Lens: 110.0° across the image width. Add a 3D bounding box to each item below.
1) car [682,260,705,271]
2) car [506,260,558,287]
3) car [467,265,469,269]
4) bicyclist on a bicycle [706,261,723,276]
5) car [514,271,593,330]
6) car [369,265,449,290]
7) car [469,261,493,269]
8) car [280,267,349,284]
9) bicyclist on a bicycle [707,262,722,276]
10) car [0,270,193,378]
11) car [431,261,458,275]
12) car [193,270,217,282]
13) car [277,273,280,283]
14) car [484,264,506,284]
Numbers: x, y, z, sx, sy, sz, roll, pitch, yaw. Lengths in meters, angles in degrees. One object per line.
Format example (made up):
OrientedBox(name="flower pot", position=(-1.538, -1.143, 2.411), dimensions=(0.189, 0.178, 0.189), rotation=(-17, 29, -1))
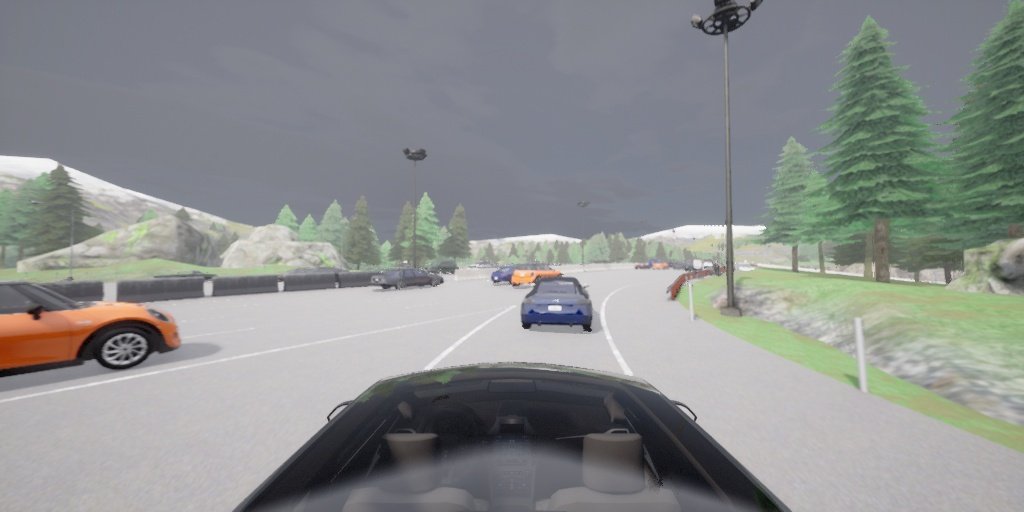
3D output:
OrientedBox(name="car", position=(29.312, 1.800, 57.814), dimensions=(1.895, 1.301, 4.718), rotation=(-1, -1, 36))
OrientedBox(name="car", position=(1.954, 1.318, 26.245), dimensions=(2.097, 1.767, 4.553), rotation=(-1, -1, 36))
OrientedBox(name="car", position=(-5.585, 1.858, 63.692), dimensions=(2.150, 2.045, 5.566), rotation=(-1, -1, 37))
OrientedBox(name="bicyclist on a bicycle", position=(23.646, 1.464, 41.845), dimensions=(0.582, 1.620, 1.656), rotation=(3, -2, -31))
OrientedBox(name="car", position=(1.477, 1.338, 11.320), dimensions=(1.994, 1.385, 4.181), rotation=(-1, 0, 10))
OrientedBox(name="car", position=(-7.329, 1.603, 25.379), dimensions=(2.033, 1.411, 5.357), rotation=(-1, -1, 36))
OrientedBox(name="car", position=(-3.117, 1.872, 49.337), dimensions=(2.128, 1.511, 4.902), rotation=(-1, -1, 36))
OrientedBox(name="car", position=(-16.559, 1.718, 30.883), dimensions=(1.882, 1.535, 5.008), rotation=(-1, -1, 36))
OrientedBox(name="bicyclist on a bicycle", position=(23.050, 1.459, 41.041), dimensions=(1.656, 1.620, 0.582), rotation=(1, 0, 29))
OrientedBox(name="car", position=(-8.549, 1.157, 5.873), dimensions=(2.097, 1.767, 4.553), rotation=(-1, -1, 36))
OrientedBox(name="car", position=(-10.233, 1.707, 51.464), dimensions=(2.150, 2.045, 5.566), rotation=(-1, -1, 36))
OrientedBox(name="car", position=(-33.062, 2.090, 36.218), dimensions=(4.718, 1.301, 1.895), rotation=(0, -1, -26))
OrientedBox(name="car", position=(-21.369, 1.905, 36.160), dimensions=(2.033, 1.411, 5.357), rotation=(-1, -1, 36))
OrientedBox(name="car", position=(0.117, 1.565, 29.662), dimensions=(1.812, 1.442, 4.674), rotation=(-1, -1, 36))
